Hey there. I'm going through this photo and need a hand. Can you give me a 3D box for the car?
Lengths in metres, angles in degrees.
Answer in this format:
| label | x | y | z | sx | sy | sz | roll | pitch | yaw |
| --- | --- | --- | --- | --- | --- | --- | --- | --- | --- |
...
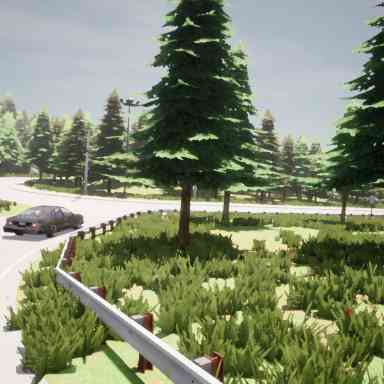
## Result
| label | x | y | z | sx | sy | sz | roll | pitch | yaw |
| --- | --- | --- | --- | --- | --- | --- | --- | --- | --- |
| car | -7.400 | 1.412 | 17.297 | 2.033 | 1.411 | 5.357 | 4 | 1 | 3 |
